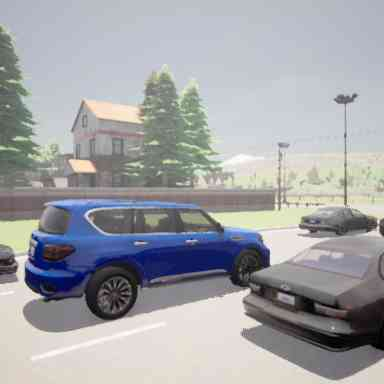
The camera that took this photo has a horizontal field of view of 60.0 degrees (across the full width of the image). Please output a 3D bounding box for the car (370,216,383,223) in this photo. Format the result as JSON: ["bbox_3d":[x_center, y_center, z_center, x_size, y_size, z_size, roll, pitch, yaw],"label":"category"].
[{"bbox_3d":[10.672,1.483,15.666,4.892,1.490,1.837,0,0,-35],"label":"car"}]

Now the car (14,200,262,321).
[{"bbox_3d":[-0.698,1.208,7.559,5.566,2.045,2.150,1,-1,-35],"label":"car"}]

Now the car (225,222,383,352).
[{"bbox_3d":[3.349,1.540,6.139,5.357,1.411,2.033,0,0,-36],"label":"car"}]

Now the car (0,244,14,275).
[{"bbox_3d":[-6.934,1.549,7.420,5.357,1.411,2.033,0,0,-35],"label":"car"}]

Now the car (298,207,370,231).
[{"bbox_3d":[8.079,1.526,18.114,5.357,1.411,2.033,0,0,-36],"label":"car"}]
